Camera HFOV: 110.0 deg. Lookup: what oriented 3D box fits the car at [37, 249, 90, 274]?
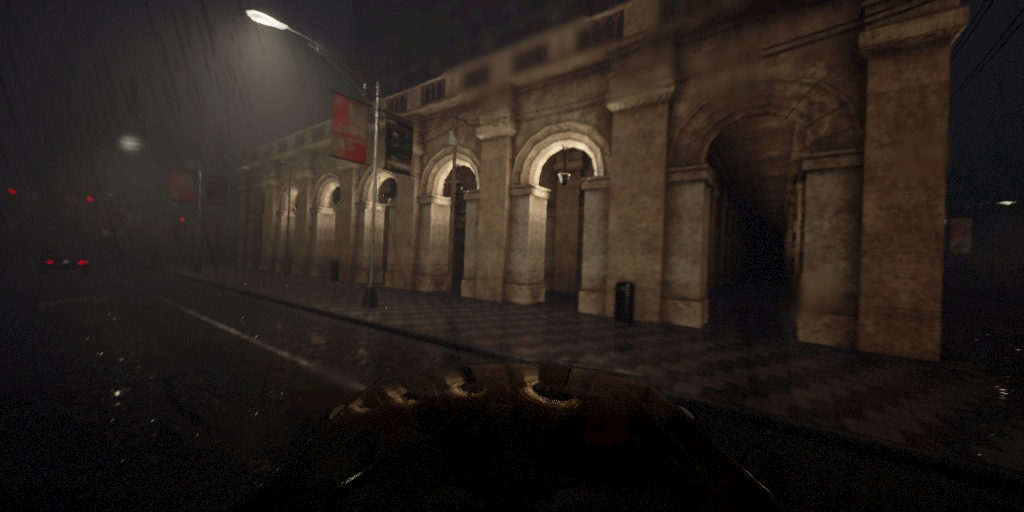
[{"bbox_3d":[-26.975,0.299,21.626,5.357,1.411,2.033,2,0,37],"label":"car"}]
